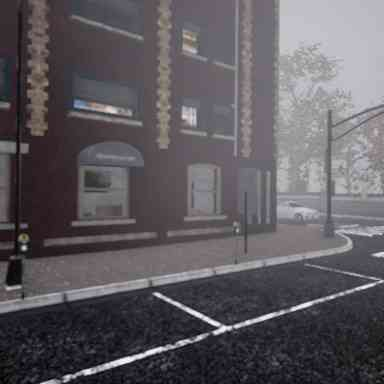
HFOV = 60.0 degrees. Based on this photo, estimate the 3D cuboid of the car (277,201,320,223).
[{"bbox_3d":[7.378,1.431,25.341,1.812,1.442,4.674,1,1,-36],"label":"car"}]
